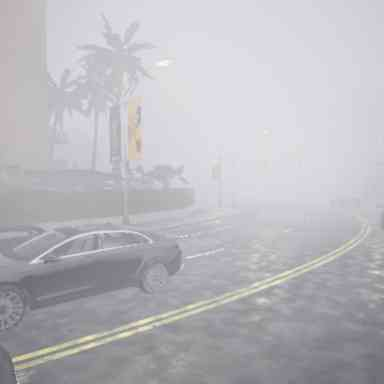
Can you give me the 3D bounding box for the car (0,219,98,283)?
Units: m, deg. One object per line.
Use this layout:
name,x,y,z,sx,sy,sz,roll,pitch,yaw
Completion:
car,-5.207,1.600,9.016,4.718,1.301,1.895,-1,1,-38

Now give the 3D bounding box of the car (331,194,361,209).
car,15.945,0.935,34.554,1.812,1.442,4.674,-1,1,5

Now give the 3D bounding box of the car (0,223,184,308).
car,-2.433,1.466,6.920,4.902,1.511,2.128,-1,1,-39

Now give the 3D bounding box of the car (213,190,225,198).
car,6.934,0.574,82.011,2.097,1.535,5.008,-1,1,0

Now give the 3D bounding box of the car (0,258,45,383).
car,-3.489,1.548,1.522,4.892,1.490,1.837,-1,1,-34

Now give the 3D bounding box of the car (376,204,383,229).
car,11.348,1.148,18.230,1.837,1.490,4.892,0,1,28
